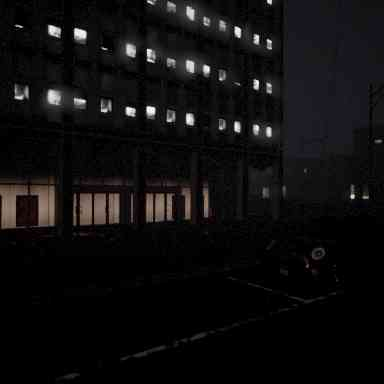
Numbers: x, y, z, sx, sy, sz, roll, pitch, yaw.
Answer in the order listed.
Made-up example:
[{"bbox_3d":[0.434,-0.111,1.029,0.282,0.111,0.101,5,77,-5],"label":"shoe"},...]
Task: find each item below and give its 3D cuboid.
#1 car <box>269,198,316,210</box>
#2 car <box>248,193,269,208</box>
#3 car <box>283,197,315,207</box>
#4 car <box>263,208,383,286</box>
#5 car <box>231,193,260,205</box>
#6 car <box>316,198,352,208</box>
[{"bbox_3d":[11.777,1.427,39.201,2.008,1.369,4.403,1,0,-35],"label":"car"},{"bbox_3d":[8.631,1.168,43.757,2.192,1.841,5.009,1,0,-35],"label":"car"},{"bbox_3d":[15.524,1.481,48.519,1.802,1.307,4.206,1,0,-35],"label":"car"},{"bbox_3d":[3.888,1.441,9.330,4.097,1.590,1.967,0,0,-36],"label":"car"},{"bbox_3d":[9.232,1.169,57.629,2.192,1.841,5.009,1,0,-35],"label":"car"},{"bbox_3d":[18.576,1.447,44.103,1.752,1.417,4.829,1,0,-35],"label":"car"}]
